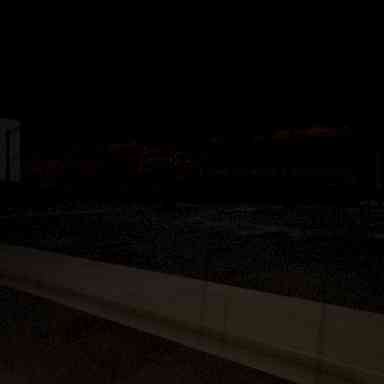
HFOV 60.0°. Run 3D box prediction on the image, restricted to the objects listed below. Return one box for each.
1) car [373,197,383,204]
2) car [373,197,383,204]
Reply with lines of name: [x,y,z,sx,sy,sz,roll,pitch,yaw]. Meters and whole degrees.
car: [37.512,1.734,65.338,2.038,1.542,4.974,1,1,6]
car: [37.519,1.576,65.388,1.853,1.218,4.536,1,1,6]
